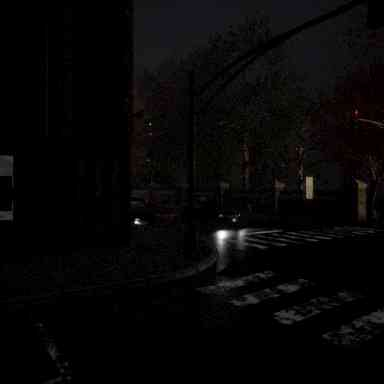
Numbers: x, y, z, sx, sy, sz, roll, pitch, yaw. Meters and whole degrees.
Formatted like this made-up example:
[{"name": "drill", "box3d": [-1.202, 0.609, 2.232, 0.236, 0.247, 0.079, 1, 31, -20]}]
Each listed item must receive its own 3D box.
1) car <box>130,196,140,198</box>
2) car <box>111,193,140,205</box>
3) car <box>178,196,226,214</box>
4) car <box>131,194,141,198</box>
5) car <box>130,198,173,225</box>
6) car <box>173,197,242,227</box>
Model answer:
[{"name": "car", "box3d": [-5.837, 1.158, 25.482, 1.802, 1.307, 4.206, 2, 0, -36]}, {"name": "car", "box3d": [-8.830, 0.863, 43.840, 2.008, 1.369, 4.403, 1, 0, -36]}, {"name": "car", "box3d": [0.843, 1.129, 30.546, 1.752, 1.417, 4.829, 1, 0, -36]}, {"name": "car", "box3d": [-5.057, 1.072, 28.802, 1.812, 1.442, 4.674, 0, 1, -36]}, {"name": "car", "box3d": [-2.580, 1.257, 21.006, 1.802, 1.307, 4.206, 2, 0, -36]}, {"name": "car", "box3d": [0.999, 1.255, 20.470, 1.812, 1.442, 4.674, 0, 1, -36]}]
